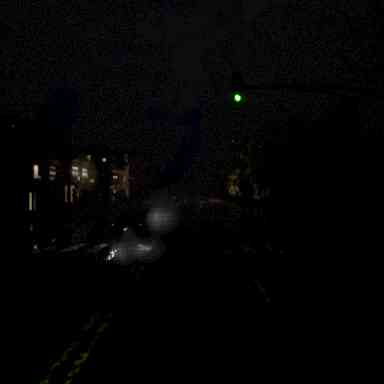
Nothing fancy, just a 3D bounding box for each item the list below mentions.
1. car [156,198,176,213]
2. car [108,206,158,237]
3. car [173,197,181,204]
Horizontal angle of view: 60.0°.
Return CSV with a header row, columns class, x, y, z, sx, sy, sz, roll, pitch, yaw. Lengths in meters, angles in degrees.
class,x,y,z,sx,sy,sz,roll,pitch,yaw
car,-3.292,1.774,40.092,1.895,1.301,4.718,0,0,0
car,-3.250,1.654,18.363,1.994,1.385,4.181,0,0,0
car,-3.393,1.824,71.768,2.033,1.411,5.357,0,0,0
